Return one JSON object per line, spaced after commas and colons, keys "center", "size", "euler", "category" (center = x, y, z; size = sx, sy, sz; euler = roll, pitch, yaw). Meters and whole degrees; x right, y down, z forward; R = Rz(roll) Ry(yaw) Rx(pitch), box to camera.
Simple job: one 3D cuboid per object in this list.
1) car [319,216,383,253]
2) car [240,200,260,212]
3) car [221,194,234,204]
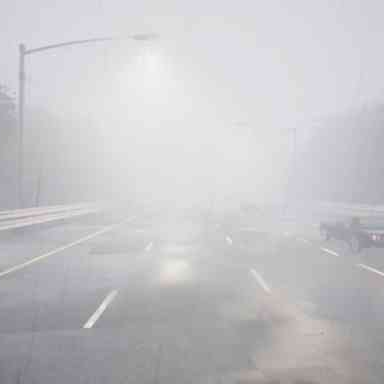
{"center": [7.008, 1.629, 13.868], "size": [1.895, 1.301, 4.718], "euler": [0, 0, 0], "category": "car"}
{"center": [7.088, 1.700, 41.268], "size": [1.895, 1.301, 4.718], "euler": [0, 0, 0], "category": "car"}
{"center": [7.242, 1.407, 67.559], "size": [2.150, 2.045, 5.566], "euler": [0, 0, 0], "category": "car"}
